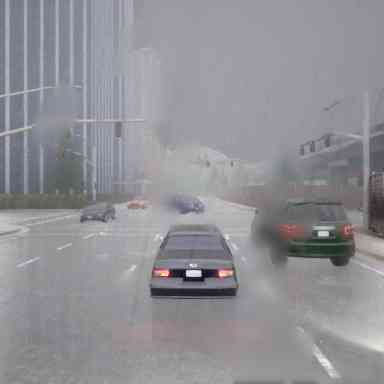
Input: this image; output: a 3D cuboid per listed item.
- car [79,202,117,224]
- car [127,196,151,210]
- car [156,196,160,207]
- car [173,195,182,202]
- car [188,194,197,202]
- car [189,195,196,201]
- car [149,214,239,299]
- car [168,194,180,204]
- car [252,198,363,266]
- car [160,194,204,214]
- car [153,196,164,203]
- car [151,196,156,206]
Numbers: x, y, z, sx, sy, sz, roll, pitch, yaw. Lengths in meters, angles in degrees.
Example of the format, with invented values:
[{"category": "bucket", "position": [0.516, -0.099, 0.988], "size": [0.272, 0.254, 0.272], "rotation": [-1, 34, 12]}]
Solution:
[{"category": "car", "position": [-7.094, 1.532, 25.482], "size": [1.837, 1.490, 4.892], "rotation": [0, 0, 0]}, {"category": "car", "position": [-7.087, 1.355, 43.555], "size": [2.097, 1.767, 4.553], "rotation": [0, 0, 0]}, {"category": "car", "position": [-3.582, 1.352, 48.906], "size": [2.097, 1.767, 4.553], "rotation": [0, 0, 0]}, {"category": "car", "position": [-3.479, 1.462, 79.088], "size": [1.882, 1.535, 5.008], "rotation": [0, 0, 0]}, {"category": "car", "position": [0.021, 1.355, 78.648], "size": [2.097, 1.767, 4.553], "rotation": [0, 0, 0]}, {"category": "car", "position": [0.024, 1.500, 88.893], "size": [1.837, 1.490, 4.892], "rotation": [0, 0, 0]}, {"category": "car", "position": [0.057, 1.547, 8.630], "size": [2.033, 1.411, 5.357], "rotation": [0, 0, 1]}, {"category": "car", "position": [-3.525, 1.351, 65.160], "size": [2.097, 1.767, 4.553], "rotation": [0, 0, 0]}, {"category": "car", "position": [3.574, 1.221, 11.663], "size": [2.150, 2.045, 5.566], "rotation": [0, 0, 1]}, {"category": "car", "position": [-0.879, 1.251, 34.431], "size": [2.150, 2.045, 5.566], "rotation": [-1, 1, -29]}, {"category": "car", "position": [-6.982, 1.525, 69.169], "size": [1.812, 1.442, 4.674], "rotation": [0, 0, 0]}, {"category": "car", "position": [-7.071, 1.492, 55.907], "size": [2.128, 1.511, 4.902], "rotation": [0, 0, 0]}]
